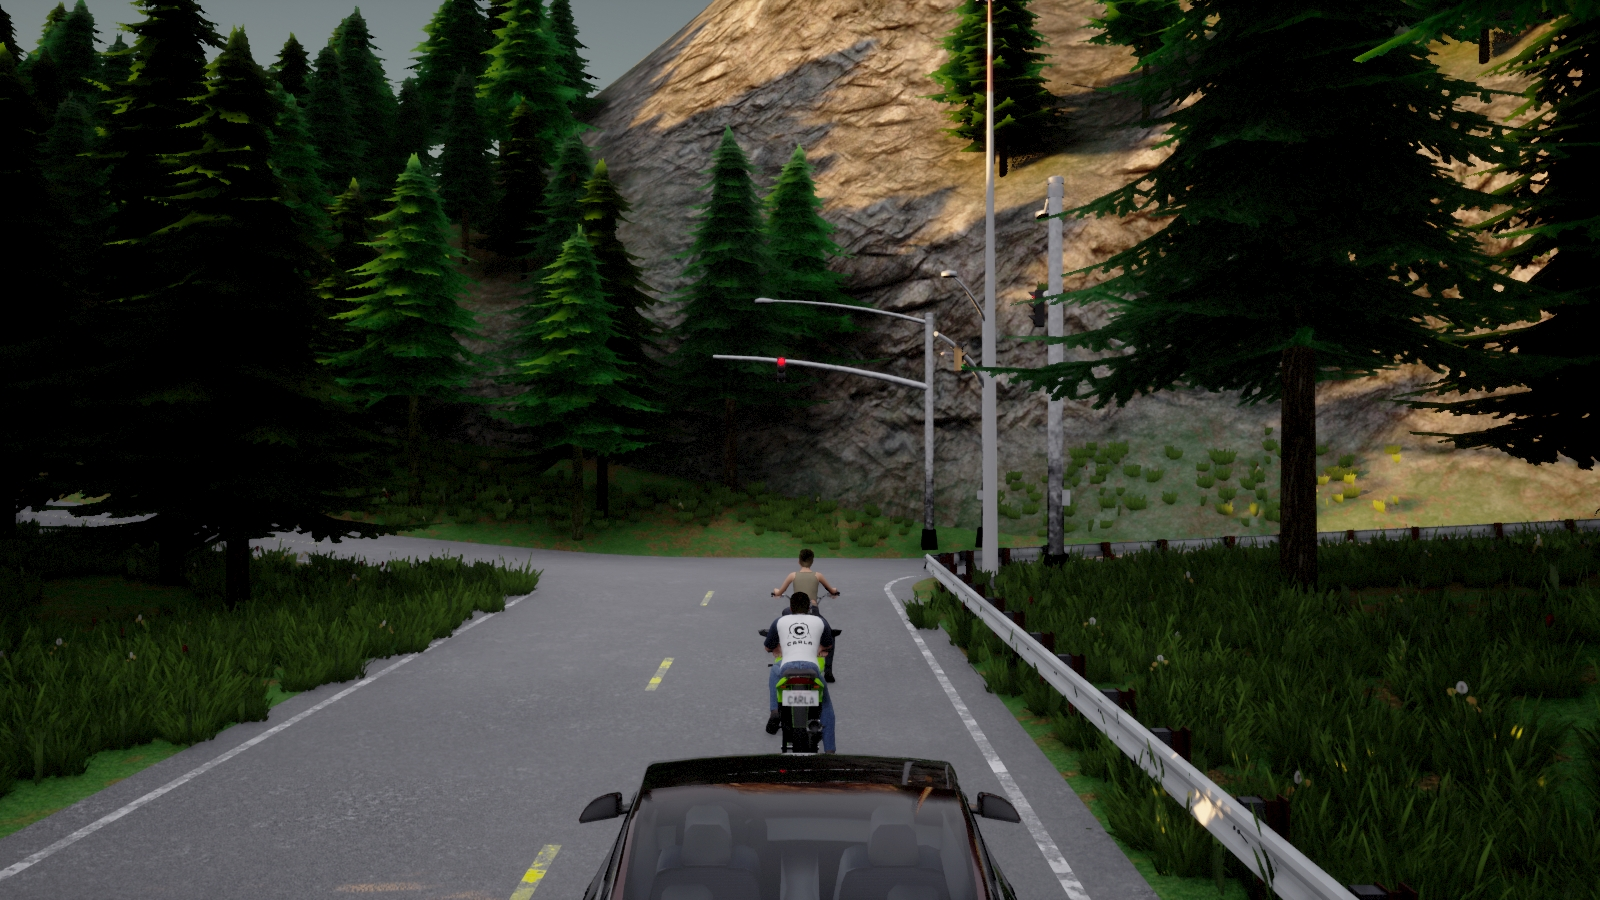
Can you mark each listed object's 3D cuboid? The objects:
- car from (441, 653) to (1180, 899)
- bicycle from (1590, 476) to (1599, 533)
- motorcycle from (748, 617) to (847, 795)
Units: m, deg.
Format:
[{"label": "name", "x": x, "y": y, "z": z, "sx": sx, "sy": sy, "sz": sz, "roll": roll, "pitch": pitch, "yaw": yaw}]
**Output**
[{"label": "car", "x": 0.029, "y": 2.063, "z": 5.012, "sx": 2.163, "sy": 1.488, "sz": 4.792, "roll": 0, "pitch": 0, "yaw": 0}, {"label": "bicycle", "x": 21.614, "y": 1.365, "z": 29.528, "sx": 1.835, "sy": 1.471, "sz": 0.329, "roll": -5, "pitch": -2, "yaw": 26}, {"label": "motorcycle", "x": -0.020, "y": 2.213, "z": 10.238, "sx": 0.803, "sy": 1.145, "sz": 2.033, "roll": 0, "pitch": 0, "yaw": 0}]
